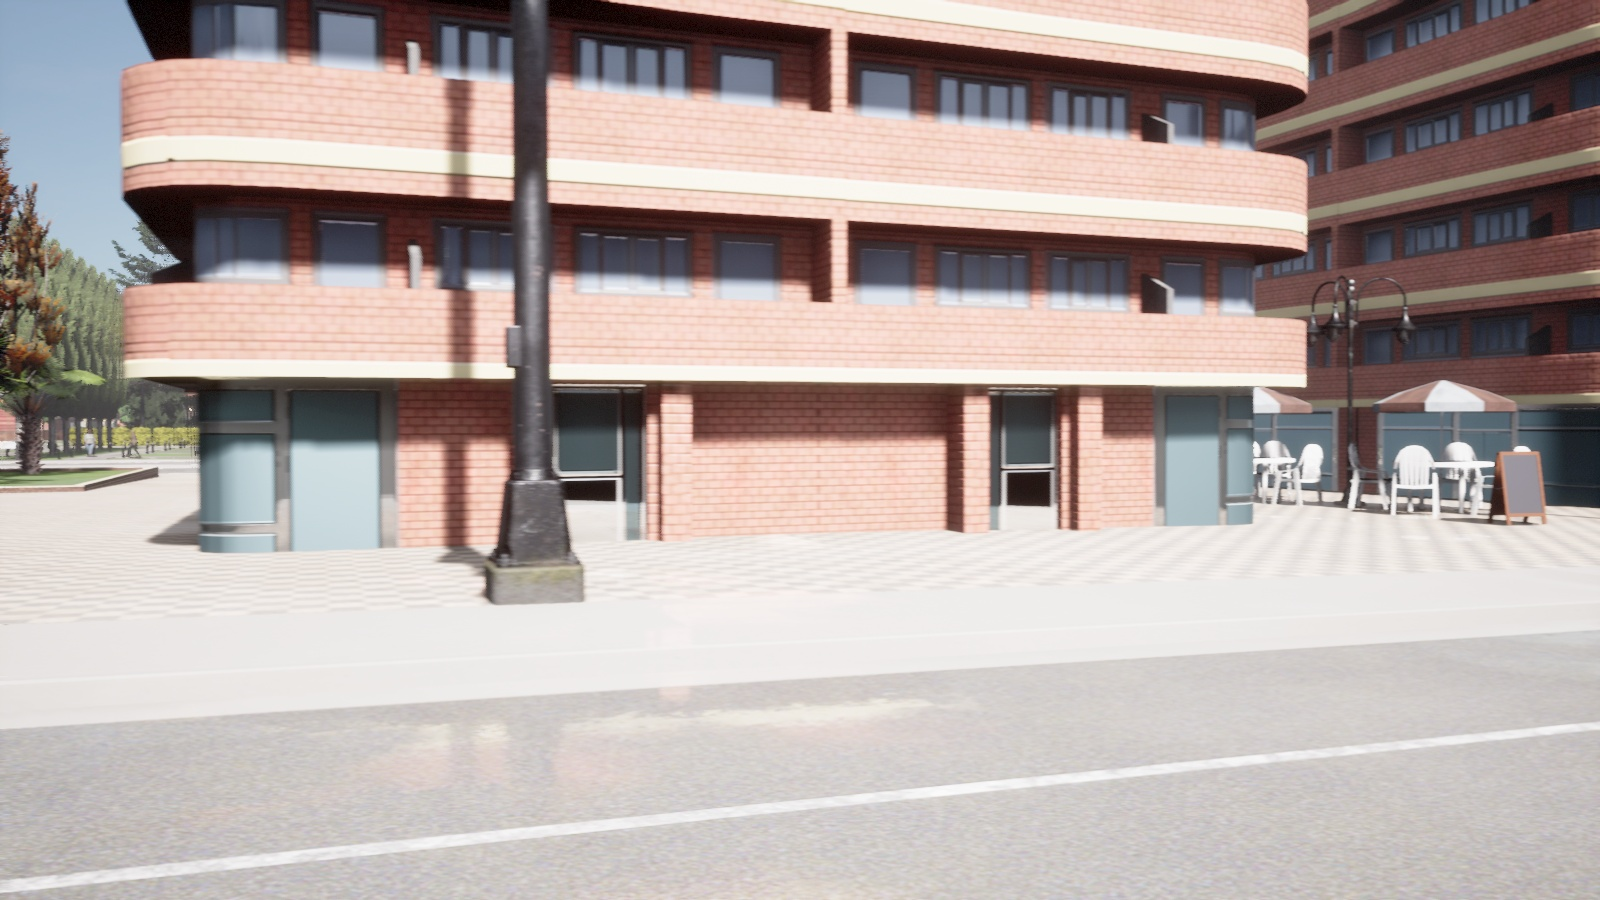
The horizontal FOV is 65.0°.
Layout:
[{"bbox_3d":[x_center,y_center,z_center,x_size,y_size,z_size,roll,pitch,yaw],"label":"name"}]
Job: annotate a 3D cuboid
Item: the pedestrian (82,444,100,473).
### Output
[{"bbox_3d":[-46.153,0.538,81.728,0.874,1.855,0.900,-2,2,-36],"label":"pedestrian"}]
